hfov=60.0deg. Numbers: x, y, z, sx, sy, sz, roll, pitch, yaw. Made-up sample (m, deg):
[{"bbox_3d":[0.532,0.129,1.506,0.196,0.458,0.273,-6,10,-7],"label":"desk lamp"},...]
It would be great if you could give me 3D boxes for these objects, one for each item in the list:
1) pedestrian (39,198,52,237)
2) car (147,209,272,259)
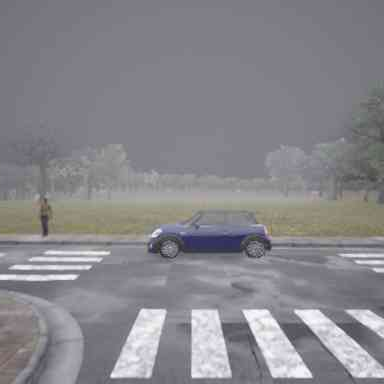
[{"bbox_3d":[-6.865,1.176,15.552,0.375,1.860,0.375,0,0,0],"label":"pedestrian"},{"bbox_3d":[0.620,1.469,12.653,4.553,1.767,2.097,0,0,0],"label":"car"}]
